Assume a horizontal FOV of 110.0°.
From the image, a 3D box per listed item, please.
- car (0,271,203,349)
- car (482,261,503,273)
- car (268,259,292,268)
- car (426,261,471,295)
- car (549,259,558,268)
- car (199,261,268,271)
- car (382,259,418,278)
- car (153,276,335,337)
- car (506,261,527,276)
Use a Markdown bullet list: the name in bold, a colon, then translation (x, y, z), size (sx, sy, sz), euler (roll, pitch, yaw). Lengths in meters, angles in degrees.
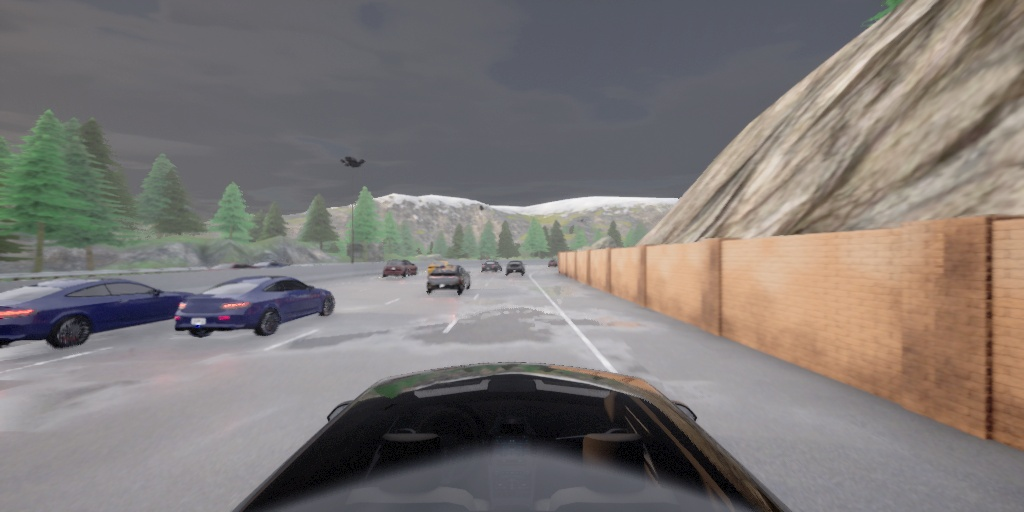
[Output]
- **car**: translation (-10.400, 1.276, 9.057), size (1.812, 1.442, 4.674), euler (0, 0, 0)
- **car**: translation (-2.406, 1.277, 44.377), size (1.812, 1.442, 4.674), euler (-1, 0, 10)
- **car**: translation (-24.392, 1.276, 35.564), size (1.812, 1.442, 4.674), euler (0, 0, 3)
- **car**: translation (-3.399, 1.241, 19.877), size (2.128, 1.511, 4.902), euler (0, 0, 0)
- **car**: translation (7.913, 1.256, 62.064), size (1.837, 1.490, 4.892), euler (-2, -1, 30)
- **car**: translation (-21.063, 1.228, 26.693), size (1.882, 1.535, 5.008), euler (0, 0, 0)
- **car**: translation (-10.305, 1.103, 33.463), size (2.097, 1.767, 4.553), euler (0, 0, 2)
- **car**: translation (-6.899, 1.276, 10.195), size (1.812, 1.442, 4.674), euler (0, 0, 0)
- **car**: translation (0.504, 1.255, 38.143), size (1.837, 1.490, 4.892), euler (-1, 0, 6)
